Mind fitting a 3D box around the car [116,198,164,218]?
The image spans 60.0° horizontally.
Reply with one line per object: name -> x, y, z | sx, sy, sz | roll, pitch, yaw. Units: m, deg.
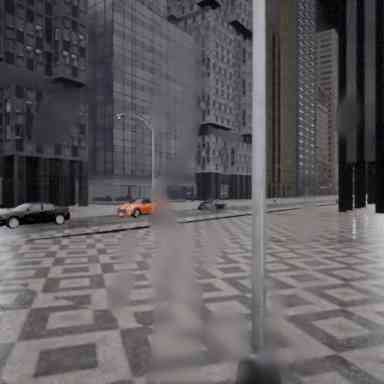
car -> -4.653, 1.310, 29.914 | 2.097, 1.767, 4.553 | 0, 0, 36

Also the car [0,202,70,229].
car -> -10.527, 1.449, 21.890 | 1.882, 1.535, 5.008 | 0, 0, 36

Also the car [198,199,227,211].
car -> 2.434, 1.506, 39.597 | 1.994, 1.385, 4.181 | 0, 0, 35
